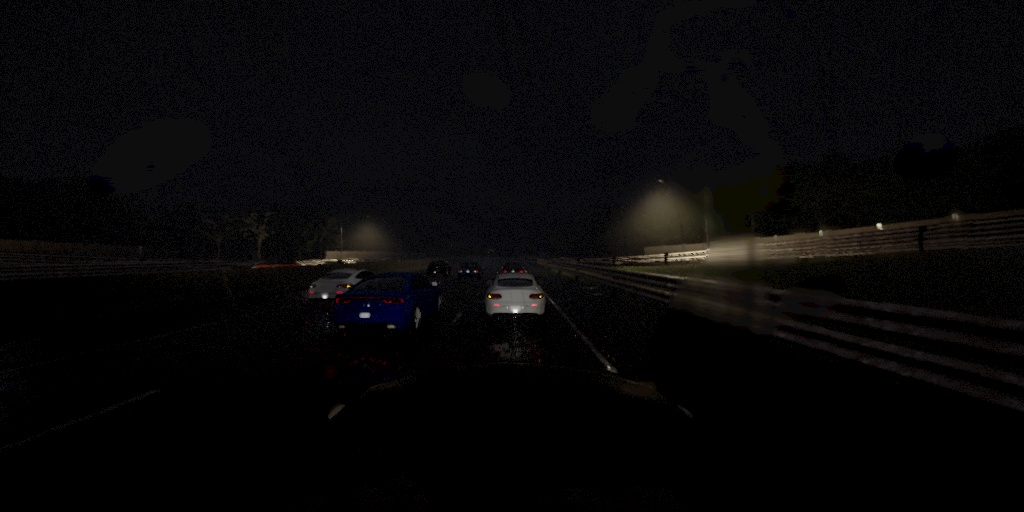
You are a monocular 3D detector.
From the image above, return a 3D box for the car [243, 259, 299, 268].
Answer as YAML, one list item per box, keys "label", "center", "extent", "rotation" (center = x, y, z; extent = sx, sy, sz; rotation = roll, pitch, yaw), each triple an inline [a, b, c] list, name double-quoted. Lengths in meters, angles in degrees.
- label: "car"
  center: [-21.109, 1.041, 32.051]
  extent: [2.097, 1.767, 4.553]
  rotation: [0, 0, 0]

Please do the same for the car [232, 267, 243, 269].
- label: "car"
  center: [-24.613, 1.283, 34.712]
  extent: [1.895, 1.301, 4.718]
  rotation: [0, 0, 0]

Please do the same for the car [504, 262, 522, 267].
- label: "car"
  center: [0.084, 1.244, 30.209]
  extent: [2.033, 1.411, 5.357]
  rotation: [0, 0, 0]

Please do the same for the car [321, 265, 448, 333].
- label: "car"
  center: [-3.405, 1.213, 10.769]
  extent: [1.882, 1.535, 5.008]
  rotation: [0, 0, 0]

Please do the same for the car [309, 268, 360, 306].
- label: "car"
  center: [-6.894, 1.252, 15.531]
  extent: [1.812, 1.442, 4.674]
  rotation: [0, 0, 0]

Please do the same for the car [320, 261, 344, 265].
- label: "car"
  center: [-17.612, 1.208, 35.197]
  extent: [1.812, 1.442, 4.674]
  rotation: [0, 0, 0]

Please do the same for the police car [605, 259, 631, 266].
- label: "police car"
  center: [16.716, 0.900, 57.068]
  extent: [2.038, 1.542, 4.974]
  rotation: [0, -1, -18]

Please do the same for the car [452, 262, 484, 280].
- label: "car"
  center: [-3.415, 1.243, 30.265]
  extent: [2.033, 1.411, 5.357]
  rotation: [0, 0, 0]

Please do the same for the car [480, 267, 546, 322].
- label: "car"
  center: [0.094, 1.259, 12.162]
  extent: [1.812, 1.442, 4.674]
  rotation: [0, 0, 0]

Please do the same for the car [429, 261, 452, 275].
- label: "car"
  center: [-6.918, 1.190, 34.596]
  extent: [1.837, 1.490, 4.892]
  rotation: [0, 0, 0]
